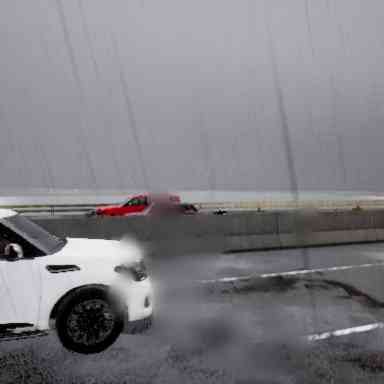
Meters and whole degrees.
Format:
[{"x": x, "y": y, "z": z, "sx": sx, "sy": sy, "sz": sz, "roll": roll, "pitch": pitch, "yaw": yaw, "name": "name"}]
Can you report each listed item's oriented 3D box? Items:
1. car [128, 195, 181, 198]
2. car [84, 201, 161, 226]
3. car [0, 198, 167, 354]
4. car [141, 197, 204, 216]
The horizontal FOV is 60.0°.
[{"x": -3.122, "y": 1.187, "z": 20.147, "sx": 5.566, "sy": 2.045, "sz": 2.150, "roll": 0, "pitch": 0, "yaw": -20, "name": "car"}, {"x": -4.868, "y": 1.441, "z": 23.238, "sx": 5.008, "sy": 1.535, "sz": 1.882, "roll": 0, "pitch": 0, "yaw": -20, "name": "car"}, {"x": -3.390, "y": 1.219, "z": 4.961, "sx": 5.566, "sy": 2.045, "sz": 2.150, "roll": 0, "pitch": 0, "yaw": -20, "name": "car"}, {"x": -1.597, "y": 1.321, "z": 16.973, "sx": 4.553, "sy": 1.767, "sz": 2.097, "roll": 0, "pitch": 0, "yaw": -20, "name": "car"}]
